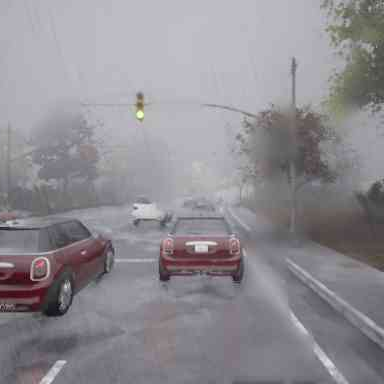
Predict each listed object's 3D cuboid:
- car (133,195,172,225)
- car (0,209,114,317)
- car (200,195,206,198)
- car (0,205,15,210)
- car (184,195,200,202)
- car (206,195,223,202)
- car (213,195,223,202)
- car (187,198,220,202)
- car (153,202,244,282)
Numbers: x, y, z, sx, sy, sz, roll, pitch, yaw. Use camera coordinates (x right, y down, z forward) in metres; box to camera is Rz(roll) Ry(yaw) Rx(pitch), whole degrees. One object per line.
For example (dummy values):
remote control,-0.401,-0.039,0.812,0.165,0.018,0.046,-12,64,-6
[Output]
car,-2.724,1.211,23.904,2.150,2.045,5.566,0,0,3
car,-3.287,1.348,7.619,2.097,1.767,4.553,0,0,1
car,2.193,1.470,73.514,1.837,1.490,4.892,0,0,9
car,-12.577,1.552,21.840,4.181,1.385,1.994,0,0,-4
car,-0.196,1.503,54.559,1.812,1.442,4.674,0,0,6
car,4.288,1.576,63.421,1.895,1.301,4.718,0,0,8
car,5.736,1.363,73.551,1.812,1.442,4.674,0,0,9
car,0.987,1.480,27.503,2.128,1.511,4.902,0,0,3
car,0.262,1.348,9.928,2.097,1.767,4.553,0,0,1
